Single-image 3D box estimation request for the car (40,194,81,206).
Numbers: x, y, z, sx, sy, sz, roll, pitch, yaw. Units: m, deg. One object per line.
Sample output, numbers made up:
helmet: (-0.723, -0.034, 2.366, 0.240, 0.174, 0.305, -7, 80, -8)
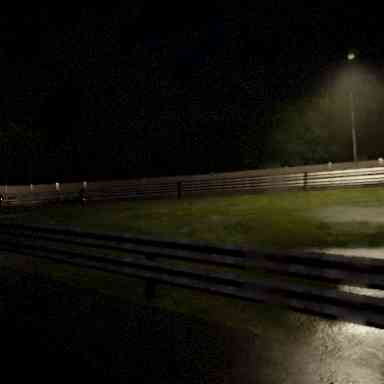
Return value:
car: (-15.845, 0.950, 39.969, 4.718, 1.301, 1.895, -3, -1, 19)
